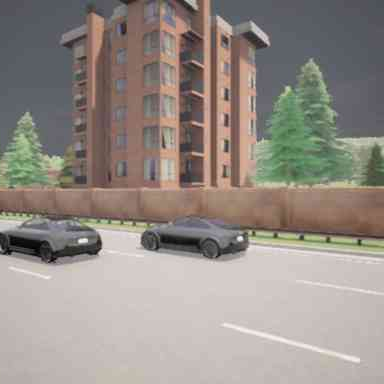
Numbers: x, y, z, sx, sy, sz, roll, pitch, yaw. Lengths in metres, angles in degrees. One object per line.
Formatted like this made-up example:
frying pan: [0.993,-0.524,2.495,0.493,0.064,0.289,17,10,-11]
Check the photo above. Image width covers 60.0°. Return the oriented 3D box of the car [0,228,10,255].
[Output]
car: [-7.454,1.484,9.309,4.902,1.511,2.128,0,0,36]

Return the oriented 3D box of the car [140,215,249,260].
car: [0.016,1.560,12.561,4.181,1.385,1.994,0,0,36]

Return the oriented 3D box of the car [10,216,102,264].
car: [-5.169,1.557,11.976,4.181,1.385,1.994,0,0,36]
